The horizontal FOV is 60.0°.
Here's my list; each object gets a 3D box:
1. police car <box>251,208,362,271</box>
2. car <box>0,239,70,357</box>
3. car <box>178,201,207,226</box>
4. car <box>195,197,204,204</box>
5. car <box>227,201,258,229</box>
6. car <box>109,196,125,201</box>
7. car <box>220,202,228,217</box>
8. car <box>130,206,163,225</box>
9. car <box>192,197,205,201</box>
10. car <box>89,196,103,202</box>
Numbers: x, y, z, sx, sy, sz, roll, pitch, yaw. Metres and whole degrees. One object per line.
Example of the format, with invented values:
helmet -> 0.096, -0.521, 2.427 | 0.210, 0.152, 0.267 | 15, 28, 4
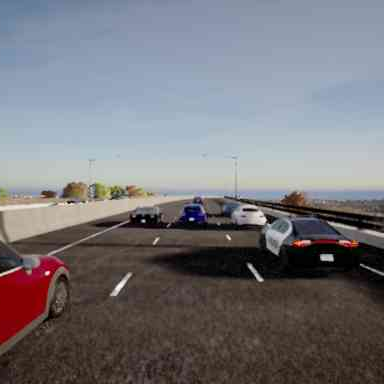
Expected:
police car -> 3.535, 1.534, 11.093 | 2.038, 1.542, 4.974 | 0, 0, 0
car -> -3.385, 1.362, 4.549 | 2.097, 1.767, 4.553 | 0, 0, 0
car -> 0.052, 1.588, 23.591 | 1.812, 1.442, 4.674 | 0, 0, 2
car -> 1.611, 1.891, 74.222 | 1.895, 1.301, 4.718 | 0, 0, 2
car -> 3.643, 1.584, 22.015 | 1.812, 1.442, 4.674 | 0, 0, 1
car -> -13.030, 1.330, 57.780 | 1.882, 1.535, 5.008 | 0, 0, 2
car -> 3.819, 1.643, 32.936 | 2.033, 1.411, 5.357 | 0, 0, 1
car -> -3.217, 1.665, 24.467 | 1.895, 1.301, 4.718 | 0, 0, 1
car -> 1.031, 1.551, 56.541 | 2.097, 1.767, 4.553 | 0, 0, 2
car -> -16.528, 1.375, 57.897 | 1.812, 1.442, 4.674 | 0, 0, 2
